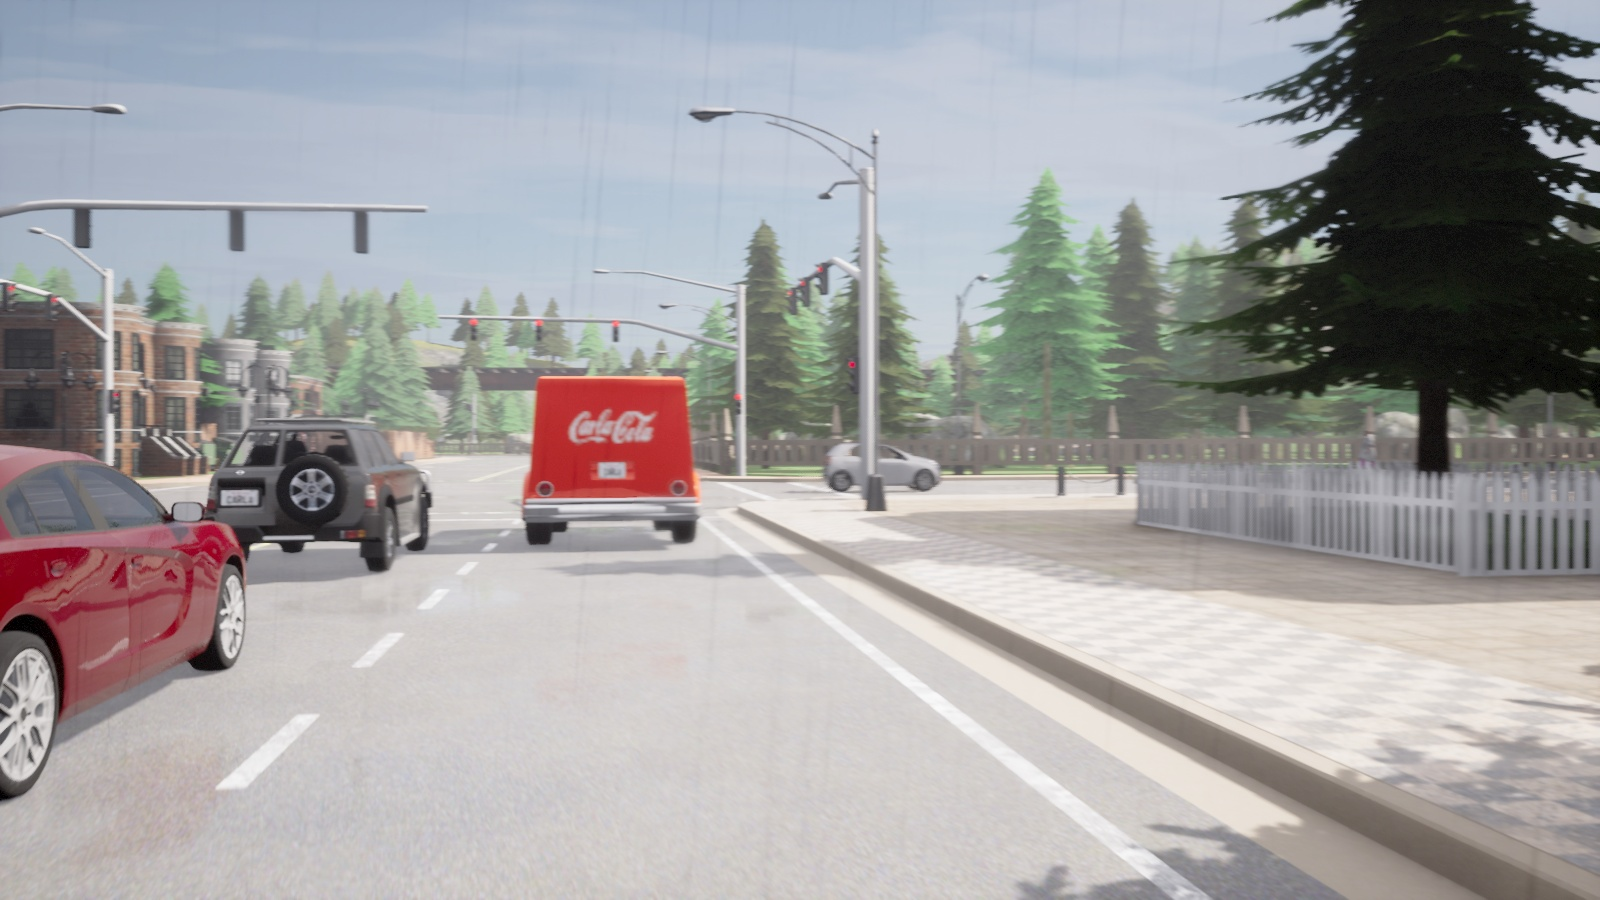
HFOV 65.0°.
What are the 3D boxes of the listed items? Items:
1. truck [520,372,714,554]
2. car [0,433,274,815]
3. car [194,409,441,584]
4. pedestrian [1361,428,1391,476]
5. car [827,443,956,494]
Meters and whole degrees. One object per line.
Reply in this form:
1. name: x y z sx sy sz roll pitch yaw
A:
1. truck: -2.891 0.155 19.802 2.627 2.467 5.204 0 1 -9
2. car: -4.398 0.694 6.548 1.882 1.535 5.008 0 0 -9
3. car: -5.809 0.483 15.734 1.932 1.855 4.605 0 0 -9
4. pedestrian: 23.604 0.073 51.474 0.873 1.952 0.659 0 0 -10
5. car: 2.722 0.540 37.981 3.633 1.501 1.845 0 0 -6
